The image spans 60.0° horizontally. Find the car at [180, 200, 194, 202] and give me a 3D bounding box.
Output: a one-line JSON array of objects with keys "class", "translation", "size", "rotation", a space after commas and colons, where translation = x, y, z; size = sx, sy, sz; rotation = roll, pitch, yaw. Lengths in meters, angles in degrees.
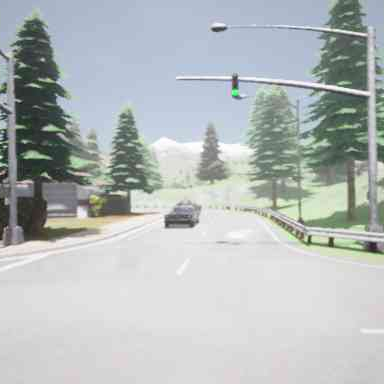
[{"class": "car", "translation": [-0.456, 1.534, 33.998], "size": [1.994, 1.385, 4.181], "rotation": [-1, 0, -16]}]

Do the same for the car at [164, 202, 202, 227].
[{"class": "car", "translation": [-0.605, 1.585, 22.528], "size": [1.895, 1.301, 4.718], "rotation": [-1, 0, 7]}]
